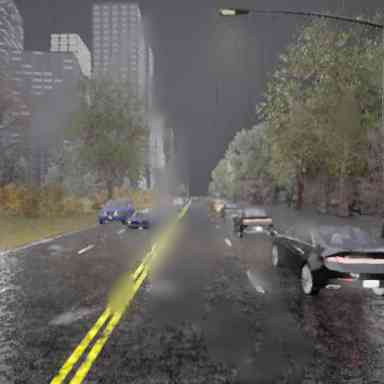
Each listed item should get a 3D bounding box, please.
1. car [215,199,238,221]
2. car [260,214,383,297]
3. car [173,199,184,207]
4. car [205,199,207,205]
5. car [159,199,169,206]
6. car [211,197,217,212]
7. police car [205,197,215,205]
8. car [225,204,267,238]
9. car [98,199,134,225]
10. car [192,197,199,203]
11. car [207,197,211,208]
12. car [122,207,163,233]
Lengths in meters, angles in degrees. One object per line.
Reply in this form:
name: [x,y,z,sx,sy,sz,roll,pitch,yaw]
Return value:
car: [3.522,1.740,30.223,2.128,1.511,4.902,-2,0,1]
car: [3.445,1.563,8.797,2.128,1.511,4.902,0,0,0]
car: [-2.597,2.104,64.432,1.812,1.442,4.674,-1,0,1]
car: [3.921,1.905,63.243,1.837,1.490,4.892,0,0,1]
car: [-5.783,2.168,69.187,2.128,1.511,4.902,-1,0,1]
car: [3.674,1.730,41.422,1.801,1.575,5.366,0,0,1]
police car: [4.018,2.009,74.252,2.038,1.542,4.974,-1,-1,1]
car: [3.394,1.663,19.220,2.128,1.511,4.902,-2,0,1]
car: [-6.338,1.650,28.632,2.150,2.045,5.566,-1,0,1]
car: [0.877,2.019,83.988,1.812,1.442,4.674,-1,0,1]
car: [3.798,1.815,52.237,1.882,1.535,5.008,0,0,1]
car: [-3.139,1.931,22.627,1.895,1.301,4.718,-1,0,0]
